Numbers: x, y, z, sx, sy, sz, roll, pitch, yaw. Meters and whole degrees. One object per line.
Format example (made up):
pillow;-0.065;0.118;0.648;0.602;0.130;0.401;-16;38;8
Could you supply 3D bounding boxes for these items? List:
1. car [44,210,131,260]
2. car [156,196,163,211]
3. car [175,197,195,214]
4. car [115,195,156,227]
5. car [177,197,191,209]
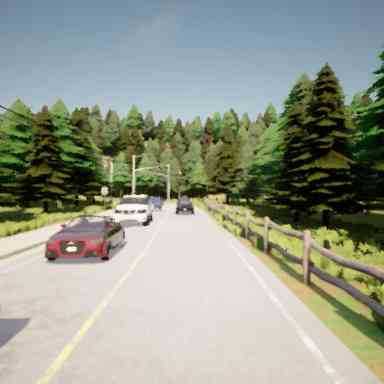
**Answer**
car;-3.702;1.556;12.173;1.994;1.385;4.181;0;0;-1
car;-4.368;1.265;38.801;1.882;1.535;5.008;0;0;-2
car;-0.732;1.510;34.407;1.812;1.442;4.674;0;0;-2
car;-3.986;1.212;23.374;2.150;2.045;5.566;0;0;-2
car;-1.115;1.481;46.335;1.837;1.490;4.892;0;0;-2
